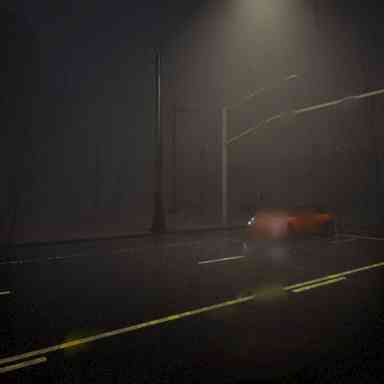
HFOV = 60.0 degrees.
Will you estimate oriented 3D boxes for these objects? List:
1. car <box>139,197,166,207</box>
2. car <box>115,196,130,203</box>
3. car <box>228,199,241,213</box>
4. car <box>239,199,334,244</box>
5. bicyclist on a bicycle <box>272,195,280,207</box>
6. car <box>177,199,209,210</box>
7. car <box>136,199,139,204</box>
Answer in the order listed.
[{"bbox_3d":[-5.792,1.478,50.847,1.882,1.535,5.008,0,0,-35],"label":"car"},{"bbox_3d":[-14.417,1.468,69.097,1.812,1.442,4.674,0,0,-36],"label":"car"},{"bbox_3d":[5.856,1.491,34.519,2.128,1.511,4.902,0,0,-36],"label":"car"},{"bbox_3d":[4.752,1.352,15.941,4.553,1.767,2.097,0,0,-35],"label":"car"},{"bbox_3d":[11.500,1.303,45.517,1.656,1.620,0.582,0,0,-36],"label":"bicyclist on a bicycle"},{"bbox_3d":[0.073,1.601,42.620,1.895,1.301,4.718,0,0,-36],"label":"car"},{"bbox_3d":[-8.606,1.564,61.046,1.994,1.385,4.181,0,0,-35],"label":"car"}]
